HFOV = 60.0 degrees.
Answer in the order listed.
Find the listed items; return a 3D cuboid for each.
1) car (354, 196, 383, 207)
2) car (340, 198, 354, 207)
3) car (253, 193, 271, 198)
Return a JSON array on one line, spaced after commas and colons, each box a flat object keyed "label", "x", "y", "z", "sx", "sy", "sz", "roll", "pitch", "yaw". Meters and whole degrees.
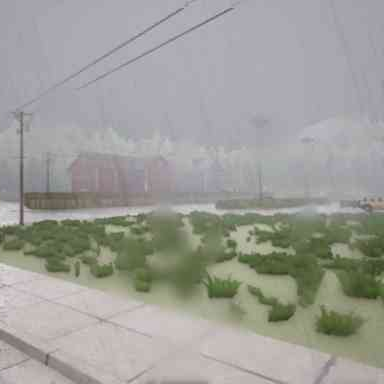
[{"label": "car", "x": 21.131, "y": 1.352, "z": 37.142, "sx": 4.605, "sy": 1.855, "sz": 1.932, "roll": 0, "pitch": 0, "yaw": 37}, {"label": "car", "x": 22.551, "y": 1.533, "z": 47.433, "sx": 1.882, "sy": 1.535, "sz": 5.008, "roll": 0, "pitch": 0, "yaw": 36}, {"label": "car", "x": 13.868, "y": 1.305, "z": 64.784, "sx": 2.150, "sy": 2.045, "sz": 5.566, "roll": 0, "pitch": 0, "yaw": 37}]
